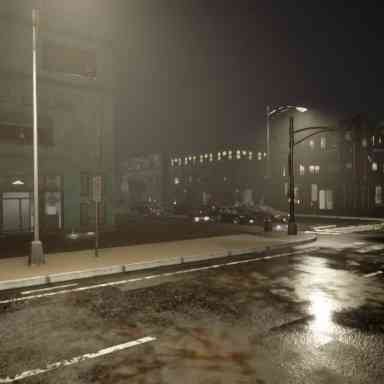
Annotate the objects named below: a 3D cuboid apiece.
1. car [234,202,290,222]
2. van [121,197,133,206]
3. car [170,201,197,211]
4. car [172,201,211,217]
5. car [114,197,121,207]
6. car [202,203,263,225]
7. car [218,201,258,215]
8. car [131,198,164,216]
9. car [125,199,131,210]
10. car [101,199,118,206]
[{"bbox_3d":[5.523,1.764,27.626,2.033,1.411,5.357,-1,0,-36],"label":"car"},{"bbox_3d":[-10.856,1.906,60.585,1.690,1.788,3.998,-1,0,-35],"label":"van"},{"bbox_3d":[-1.218,1.965,47.059,1.802,1.307,4.206,-2,0,-35],"label":"car"},{"bbox_3d":[-0.289,1.896,35.767,1.994,1.385,4.181,-1,0,-37],"label":"car"},{"bbox_3d":[-14.067,1.939,65.094,2.192,1.841,5.009,-1,0,-35],"label":"car"},{"bbox_3d":[3.117,1.814,26.314,1.947,1.339,4.313,-2,0,-35],"label":"car"},{"bbox_3d":[5.202,1.809,38.041,2.008,1.369,4.403,-2,0,-35],"label":"car"},{"bbox_3d":[-4.836,1.846,37.687,1.967,1.590,4.097,-1,0,-35],"label":"car"},{"bbox_3d":[-6.503,2.000,44.524,2.033,1.411,5.357,-1,0,-36],"label":"car"},{"bbox_3d":[-17.272,2.227,69.603,1.887,1.381,4.507,-1,0,-35],"label":"car"}]
